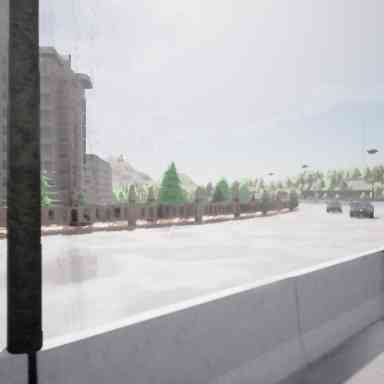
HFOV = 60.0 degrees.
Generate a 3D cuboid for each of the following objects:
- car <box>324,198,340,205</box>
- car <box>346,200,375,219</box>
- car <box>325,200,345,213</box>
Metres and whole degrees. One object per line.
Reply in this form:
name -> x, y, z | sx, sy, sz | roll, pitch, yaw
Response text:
car -> 30.231, 2.041, 72.121 | 1.994, 1.385, 4.181 | 0, -1, 5
car -> 17.233, 1.716, 33.587 | 2.097, 1.767, 4.553 | 0, -1, 31
car -> 18.862, 2.005, 43.912 | 1.837, 1.490, 4.892 | 0, -1, 25
